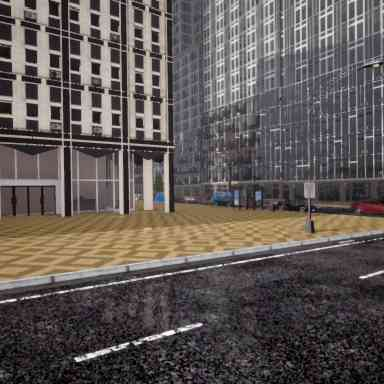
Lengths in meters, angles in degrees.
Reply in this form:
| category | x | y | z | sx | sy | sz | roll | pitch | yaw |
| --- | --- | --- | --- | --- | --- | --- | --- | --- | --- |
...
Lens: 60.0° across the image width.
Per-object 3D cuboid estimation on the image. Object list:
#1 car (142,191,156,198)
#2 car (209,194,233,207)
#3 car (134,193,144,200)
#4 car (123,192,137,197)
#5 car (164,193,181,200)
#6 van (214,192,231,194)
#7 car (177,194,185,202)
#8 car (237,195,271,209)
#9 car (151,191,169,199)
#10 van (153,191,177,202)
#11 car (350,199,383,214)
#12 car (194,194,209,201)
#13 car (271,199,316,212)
| category | x | y | z | sx | sy | sz | roll | pitch | yaw |
| --- | --- | --- | --- | --- | --- | --- | --- | --- | --- |
| car | -10.707 | 0.685 | 82.322 | 1.967 | 1.590 | 4.097 | 0 | 1 | -34 |
| car | 4.669 | 1.319 | 44.676 | 1.947 | 1.339 | 4.313 | 0 | 1 | -34 |
| car | -11.253 | 1.039 | 68.213 | 2.008 | 1.369 | 4.403 | 0 | 1 | -34 |
| car | -17.093 | 0.688 | 91.726 | 2.008 | 1.369 | 4.403 | 0 | 1 | -34 |
| car | -4.319 | 0.935 | 72.921 | 1.802 | 1.307 | 4.206 | 0 | 1 | -34 |
| van | 5.260 | 0.855 | 58.812 | 1.690 | 1.788 | 3.998 | 0 | 1 | -34 |
| car | -3.237 | 1.021 | 61.152 | 1.882 | 1.535 | 5.008 | -1 | 1 | -34 |
| car | 7.814 | 1.388 | 39.943 | 1.802 | 1.307 | 4.206 | 0 | 1 | -34 |
| car | -7.513 | 0.614 | 77.619 | 2.192 | 1.841 | 5.009 | 0 | 1 | -34 |
| van | -4.865 | 0.937 | 58.807 | 1.690 | 1.788 | 3.998 | 0 | 1 | -34 |
| car | 17.236 | 1.402 | 31.044 | 1.812 | 1.442 | 4.674 | -1 | 1 | -36 |
| car | 2.067 | 1.043 | 63.517 | 1.802 | 1.307 | 4.206 | 0 | 1 | -34 |
| car | 10.993 | 1.424 | 35.229 | 1.947 | 1.339 | 4.313 | 0 | 1 | -34 |
